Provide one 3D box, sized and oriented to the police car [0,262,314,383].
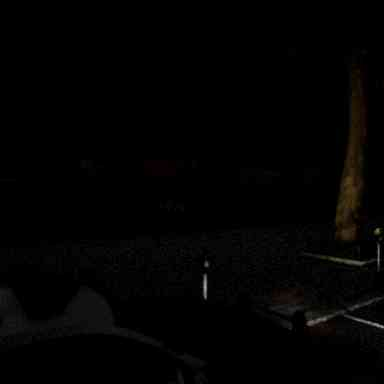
[{"bbox_3d":[-1.044,1.431,2.521,5.238,1.638,1.930,1,0,-36],"label":"police car"}]
